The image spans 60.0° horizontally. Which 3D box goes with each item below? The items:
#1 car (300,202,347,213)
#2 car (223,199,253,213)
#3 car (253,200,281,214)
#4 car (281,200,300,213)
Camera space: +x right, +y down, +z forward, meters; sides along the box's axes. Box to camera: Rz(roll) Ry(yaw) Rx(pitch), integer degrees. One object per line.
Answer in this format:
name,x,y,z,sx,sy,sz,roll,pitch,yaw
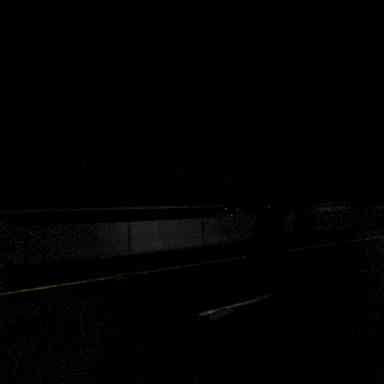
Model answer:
car,12.154,1.643,29.858,4.674,1.442,1.812,0,0,-35
car,5.740,1.619,38.181,4.892,1.490,1.837,0,0,-35
car,9.474,1.602,36.542,5.008,1.535,1.882,0,0,-35
car,11.407,1.688,33.619,4.181,1.385,1.994,0,0,-35
